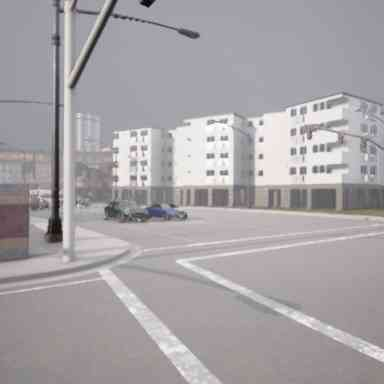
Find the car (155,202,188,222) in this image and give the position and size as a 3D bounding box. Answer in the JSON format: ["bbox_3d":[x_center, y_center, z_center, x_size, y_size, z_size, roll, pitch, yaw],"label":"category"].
[{"bbox_3d":[-2.204,1.605,27.642,1.812,1.442,4.674,0,0,-37],"label":"car"}]

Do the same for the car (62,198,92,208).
[{"bbox_3d":[-17.187,1.576,49.558,4.902,1.511,2.128,0,0,24],"label":"car"}]

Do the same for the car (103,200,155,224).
[{"bbox_3d":[-5.115,1.412,25.643,2.097,1.767,4.553,0,0,-37],"label":"car"}]

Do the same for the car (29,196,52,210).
[{"bbox_3d":[-19.742,1.616,42.964,4.181,1.385,1.994,0,0,26],"label":"car"}]
